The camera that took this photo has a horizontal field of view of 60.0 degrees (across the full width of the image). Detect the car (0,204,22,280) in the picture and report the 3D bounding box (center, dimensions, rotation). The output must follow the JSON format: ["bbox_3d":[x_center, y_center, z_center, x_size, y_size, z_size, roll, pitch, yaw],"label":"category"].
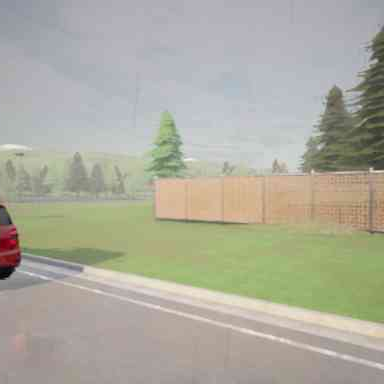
[{"bbox_3d":[-6.755,1.247,8.811,5.566,2.045,2.150,0,0,36],"label":"car"}]
